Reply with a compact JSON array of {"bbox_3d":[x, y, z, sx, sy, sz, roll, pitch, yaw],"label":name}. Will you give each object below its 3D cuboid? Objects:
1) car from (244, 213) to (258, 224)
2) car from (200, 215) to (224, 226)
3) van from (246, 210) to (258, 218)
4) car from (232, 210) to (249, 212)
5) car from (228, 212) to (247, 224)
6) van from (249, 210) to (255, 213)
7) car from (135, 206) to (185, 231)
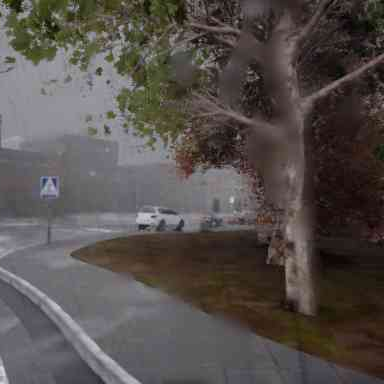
[{"bbox_3d":[10.488,4.566,54.330,1.812,1.442,4.674,1,-2,28],"label":"car"},{"bbox_3d":[2.852,3.977,46.793,1.837,1.490,4.892,1,-4,29],"label":"car"},{"bbox_3d":[16.218,5.772,89.161,1.878,1.987,4.442,1,-2,28],"label":"van"},{"bbox_3d":[10.994,5.237,79.490,2.435,2.045,5.566,1,-2,28],"label":"car"},{"bbox_3d":[7.544,4.567,55.698,1.994,1.385,4.181,1,-2,28],"label":"car"},{"bbox_3d":[13.584,5.516,84.286,1.878,1.987,4.442,1,-2,28],"label":"van"},{"bbox_3d":[-2.698,2.348,29.488,2.150,2.045,5.566,1,-4,28],"label":"car"}]
